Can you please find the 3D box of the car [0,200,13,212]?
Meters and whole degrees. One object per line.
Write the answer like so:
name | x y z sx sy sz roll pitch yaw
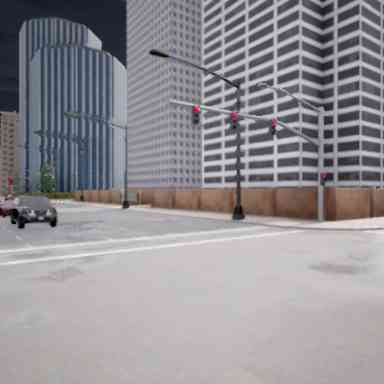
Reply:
car | -22.258 1.597 38.718 1.895 1.301 4.718 0 0 -35

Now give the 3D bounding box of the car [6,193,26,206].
car | -29.071 1.215 54.765 2.150 2.045 5.566 0 0 -35

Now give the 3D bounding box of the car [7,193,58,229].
car | -10.558 1.217 22.086 2.150 2.045 5.566 0 0 -35

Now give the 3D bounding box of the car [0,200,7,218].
car | -16.343 1.474 30.296 1.882 1.535 5.008 0 0 -35

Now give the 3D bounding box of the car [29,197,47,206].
car | -26.479 1.535 57.146 2.033 1.411 5.357 0 0 -34
